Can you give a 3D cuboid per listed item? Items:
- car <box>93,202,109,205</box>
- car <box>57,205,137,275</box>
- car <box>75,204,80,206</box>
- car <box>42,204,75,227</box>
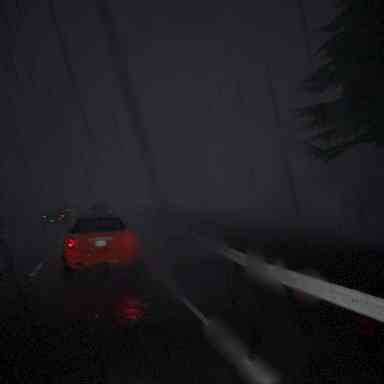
[{"bbox_3d":[-8.101,1.777,29.701,2.097,1.767,4.553,-2,0,-14],"label":"car"},{"bbox_3d":[-3.239,1.520,11.534,2.097,1.767,4.553,-2,0,-17],"label":"car"},{"bbox_3d":[-14.081,2.177,39.586,1.837,1.490,4.892,-2,0,-12],"label":"car"},{"bbox_3d":[-11.350,2.044,28.013,1.812,1.442,4.674,-2,0,-13],"label":"car"}]
